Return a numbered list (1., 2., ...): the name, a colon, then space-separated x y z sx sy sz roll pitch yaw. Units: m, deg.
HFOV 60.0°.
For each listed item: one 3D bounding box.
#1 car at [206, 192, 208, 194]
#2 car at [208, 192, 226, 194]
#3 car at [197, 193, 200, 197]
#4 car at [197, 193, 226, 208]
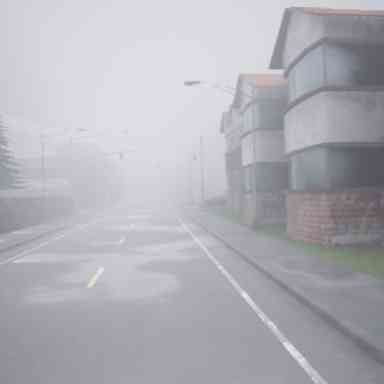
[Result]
1. car: 5.220 0.870 83.849 3.866 1.878 1.905 -2 0 -6
2. car: 6.610 0.923 71.130 5.027 1.636 2.152 -2 0 -6
3. car: 4.496 0.906 86.692 4.605 1.855 1.932 -2 0 -6
4. car: 3.814 1.229 41.561 5.357 1.411 2.033 -2 0 -15
